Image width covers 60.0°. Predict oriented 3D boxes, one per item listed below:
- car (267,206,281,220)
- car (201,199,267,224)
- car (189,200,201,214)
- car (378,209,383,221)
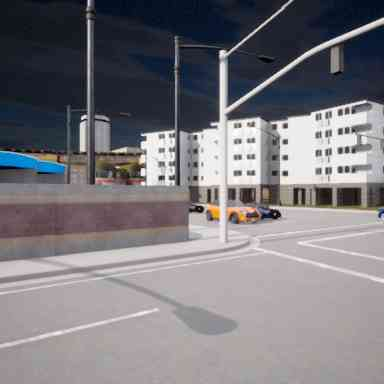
[{"bbox_3d":[5.334,1.563,27.659,1.994,1.385,4.181,0,0,-35],"label":"car"},{"bbox_3d":[3.012,1.351,24.899,2.097,1.767,4.553,0,0,-33],"label":"car"},{"bbox_3d":[-0.562,1.563,35.561,1.994,1.385,4.181,0,0,-41],"label":"car"},{"bbox_3d":[16.334,1.466,24.370,1.882,1.535,5.008,0,0,-34],"label":"car"}]
